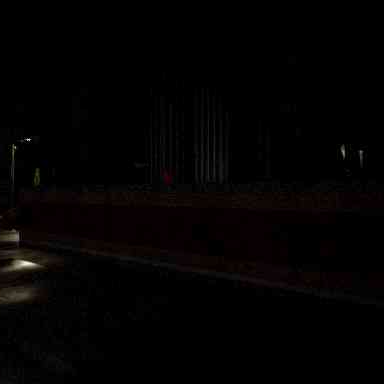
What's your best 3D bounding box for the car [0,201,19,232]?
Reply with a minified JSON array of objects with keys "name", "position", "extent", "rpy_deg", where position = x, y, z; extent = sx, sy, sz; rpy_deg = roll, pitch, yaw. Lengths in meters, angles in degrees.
[{"name":"car","position":[-9.470,1.533,20.486],"extent":[1.882,1.535,5.008],"rpy_deg":[0,0,37]}]
